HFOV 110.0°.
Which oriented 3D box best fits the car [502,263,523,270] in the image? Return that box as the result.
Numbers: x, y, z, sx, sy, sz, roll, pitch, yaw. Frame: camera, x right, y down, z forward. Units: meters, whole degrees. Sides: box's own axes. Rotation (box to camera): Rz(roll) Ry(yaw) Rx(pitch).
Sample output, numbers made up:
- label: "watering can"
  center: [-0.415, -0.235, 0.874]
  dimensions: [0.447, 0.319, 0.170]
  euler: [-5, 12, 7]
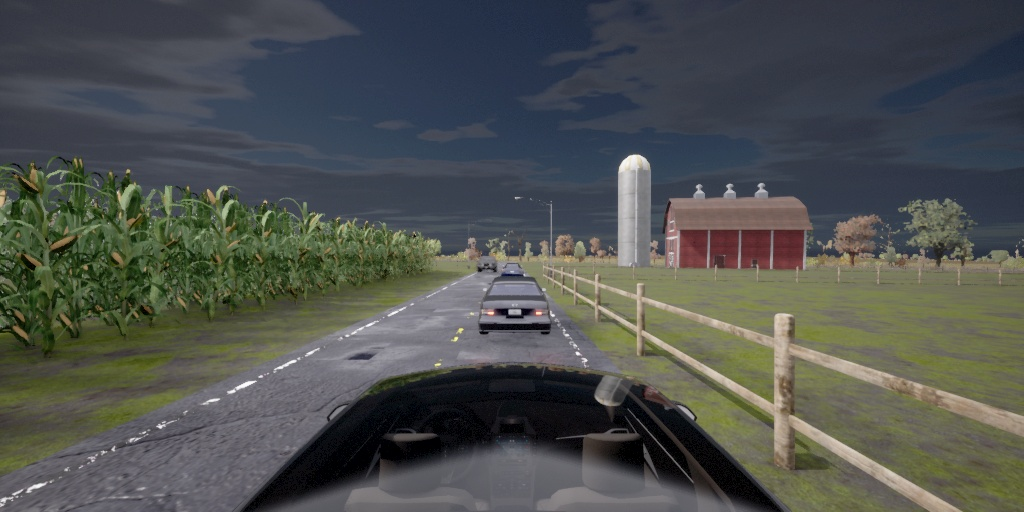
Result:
- label: "car"
  center: [0.043, 1.319, 32.732]
  dimensions: [1.994, 1.385, 4.181]
  euler: [0, 0, 0]

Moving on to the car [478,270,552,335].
- label: "car"
  center: [0.074, 1.297, 10.506]
  dimensions: [2.033, 1.411, 5.357]
  euler: [0, 0, 0]

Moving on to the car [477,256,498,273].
- label: "car"
  center: [-2.882, 0.986, 42.979]
  dimensions: [2.150, 2.045, 5.566]
  euler: [0, 0, 0]
